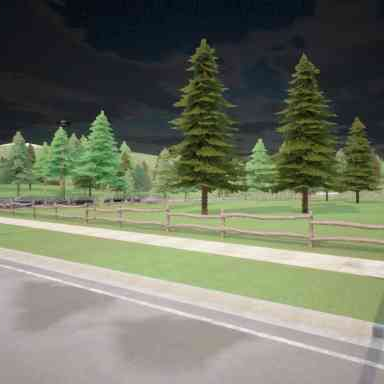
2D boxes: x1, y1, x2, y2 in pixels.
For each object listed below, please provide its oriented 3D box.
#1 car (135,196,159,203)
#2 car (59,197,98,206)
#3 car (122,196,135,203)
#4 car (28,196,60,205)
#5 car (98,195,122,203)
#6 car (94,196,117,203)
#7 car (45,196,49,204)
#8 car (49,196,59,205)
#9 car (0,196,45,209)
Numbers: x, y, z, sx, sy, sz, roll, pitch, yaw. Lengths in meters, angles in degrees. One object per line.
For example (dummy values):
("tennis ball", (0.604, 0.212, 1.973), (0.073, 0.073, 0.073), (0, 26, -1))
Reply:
("car", (-8.476, 1.526, 66.167), (1.812, 1.442, 4.674), (0, 0, 36))
("car", (-17.978, 1.503, 52.751), (1.837, 1.490, 4.892), (0, 0, 35))
("car", (-11.172, 1.548, 68.363), (2.033, 1.411, 5.357), (0, 0, 35))
("car", (-26.286, 1.492, 59.150), (2.128, 1.511, 4.902), (0, 0, 35))
("car", (-15.967, 1.477, 67.617), (1.882, 1.535, 5.008), (0, 0, 35))
("car", (-18.290, 1.519, 70.399), (1.812, 1.442, 4.674), (0, 0, 35))
("car", (-23.525, 1.564, 57.012), (1.994, 1.385, 4.181), (0, 0, 35))
("car", (-20.410, 1.547, 55.374), (2.033, 1.411, 5.357), (0, 0, 35))
("car", (-23.162, 1.352, 45.383), (2.097, 1.767, 4.553), (0, 0, 35))
